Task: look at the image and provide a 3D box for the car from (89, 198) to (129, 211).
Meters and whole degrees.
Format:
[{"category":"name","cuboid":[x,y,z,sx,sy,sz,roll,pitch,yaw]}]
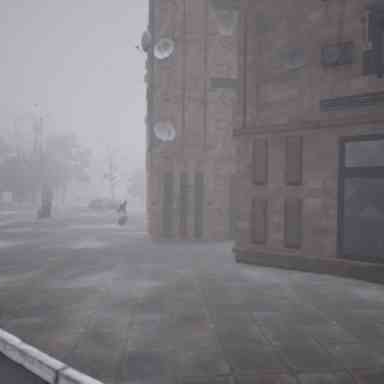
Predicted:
[{"category":"car","cuboid":[-9.313,1.483,37.784,2.128,1.511,4.902,1,-3,37]}]
